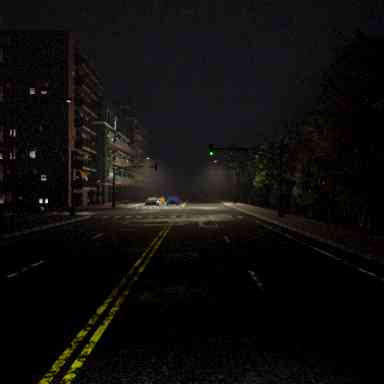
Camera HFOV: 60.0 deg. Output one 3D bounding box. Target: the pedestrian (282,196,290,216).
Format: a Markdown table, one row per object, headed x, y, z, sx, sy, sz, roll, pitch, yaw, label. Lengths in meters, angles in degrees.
| x | y | z | sx | sy | sz | roll | pitch | yaw | label |
| --- | --- | --- | --- | --- | --- | --- | --- | --- | --- |
| 8.052 | 1.149 | 28.751 | 0.375 | 1.860 | 0.375 | 0 | 0 | 0 | pedestrian |

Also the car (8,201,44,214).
| x | y | z | sx | sy | sz | roll | pitch | yaw | label |
| --- | --- | --- | --- | --- | --- | --- | --- | --- | --- |
| -19.226 | 1.728 | 37.414 | 4.902 | 1.511 | 2.128 | -1 | 0 | 1 | car |

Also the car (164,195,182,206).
| x | y | z | sx | sy | sz | roll | pitch | yaw | label |
| --- | --- | --- | --- | --- | --- | --- | --- | --- | --- |
| -3.176 | 1.499 | 55.833 | 1.882 | 1.535 | 5.008 | 0 | 0 | 0 | car |

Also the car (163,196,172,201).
| x | y | z | sx | sy | sz | roll | pitch | yaw | label |
| --- | --- | --- | --- | --- | --- | --- | --- | --- | --- |
| -6.252 | 1.628 | 84.507 | 1.895 | 1.301 | 4.718 | 0 | 0 | 0 | car |

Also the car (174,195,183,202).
| x | y | z | sx | sy | sz | roll | pitch | yaw | label |
| --- | --- | --- | --- | --- | --- | --- | --- | --- | --- |
| -3.030 | 1.538 | 75.375 | 1.837 | 1.490 | 4.892 | 0 | 0 | 0 | car |

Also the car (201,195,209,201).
| x | y | z | sx | sy | sz | roll | pitch | yaw | label |
| --- | --- | --- | --- | --- | --- | --- | --- | --- | --- |
| 3.502 | 1.540 | 85.562 | 1.837 | 1.490 | 4.892 | 0 | 0 | 0 | car |

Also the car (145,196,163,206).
| x | y | z | sx | sy | sz | roll | pitch | yaw | label |
| --- | --- | --- | --- | --- | --- | --- | --- | --- | --- |
| -6.432 | 1.568 | 54.390 | 2.033 | 1.411 | 5.357 | 0 | 0 | 0 | car |

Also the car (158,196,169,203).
| x | y | z | sx | sy | sz | roll | pitch | yaw | label |
| --- | --- | --- | --- | --- | --- | --- | --- | --- | --- |
| -6.284 | 1.562 | 74.183 | 2.128 | 1.511 | 4.902 | 0 | 0 | 0 | car |

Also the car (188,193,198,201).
| x | y | z | sx | sy | sz | roll | pitch | yaw | label |
| --- | --- | --- | --- | --- | --- | --- | --- | --- | --- |
| 0.251 | 1.266 | 85.604 | 2.150 | 2.045 | 5.566 | 0 | 0 | 0 | car |

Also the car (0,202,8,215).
| x | y | z | sx | sy | sz | roll | pitch | yaw | label |
| --- | --- | --- | --- | --- | --- | --- | --- | --- | --- |
| -22.570 | 1.596 | 34.609 | 5.009 | 1.841 | 2.192 | -1 | 1 | -1 | car |

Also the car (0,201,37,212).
| x | y | z | sx | sy | sz | roll | pitch | yaw | label |
| --- | --- | --- | --- | --- | --- | --- | --- | --- | --- |
| -22.662 | 1.857 | 43.260 | 4.206 | 1.307 | 1.802 | -1 | 1 | -1 | car |
